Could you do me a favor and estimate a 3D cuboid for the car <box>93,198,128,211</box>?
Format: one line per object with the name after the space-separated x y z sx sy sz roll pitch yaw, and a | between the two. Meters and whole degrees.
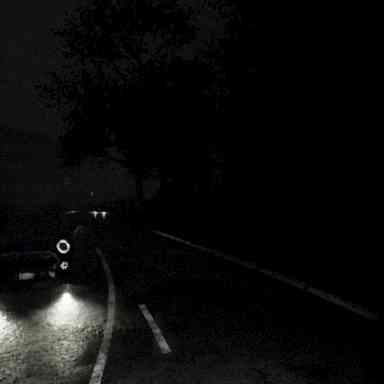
-11.099 1.841 44.853 2.033 1.411 5.357 0 0 15 | car

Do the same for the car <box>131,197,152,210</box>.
-6.659 1.832 48.572 1.812 1.442 4.674 0 0 16 | car

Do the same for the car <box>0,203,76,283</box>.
-4.585 1.366 9.847 2.097 1.767 4.553 0 0 -19 | car

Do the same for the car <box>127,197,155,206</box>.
-10.107 1.866 65.404 5.008 1.535 2.097 0 0 15 | car

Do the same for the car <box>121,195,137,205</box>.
-11.608 1.588 59.955 5.566 2.045 2.435 0 0 15 | car

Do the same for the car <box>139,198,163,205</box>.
-8.626 1.928 70.857 4.674 1.452 2.002 0 0 15 | car

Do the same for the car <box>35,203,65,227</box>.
-10.592 1.617 24.991 1.837 1.490 4.892 0 0 -22 | car

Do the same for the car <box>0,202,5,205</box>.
-23.735 1.819 40.036 2.128 1.511 4.902 0 0 16 | car
